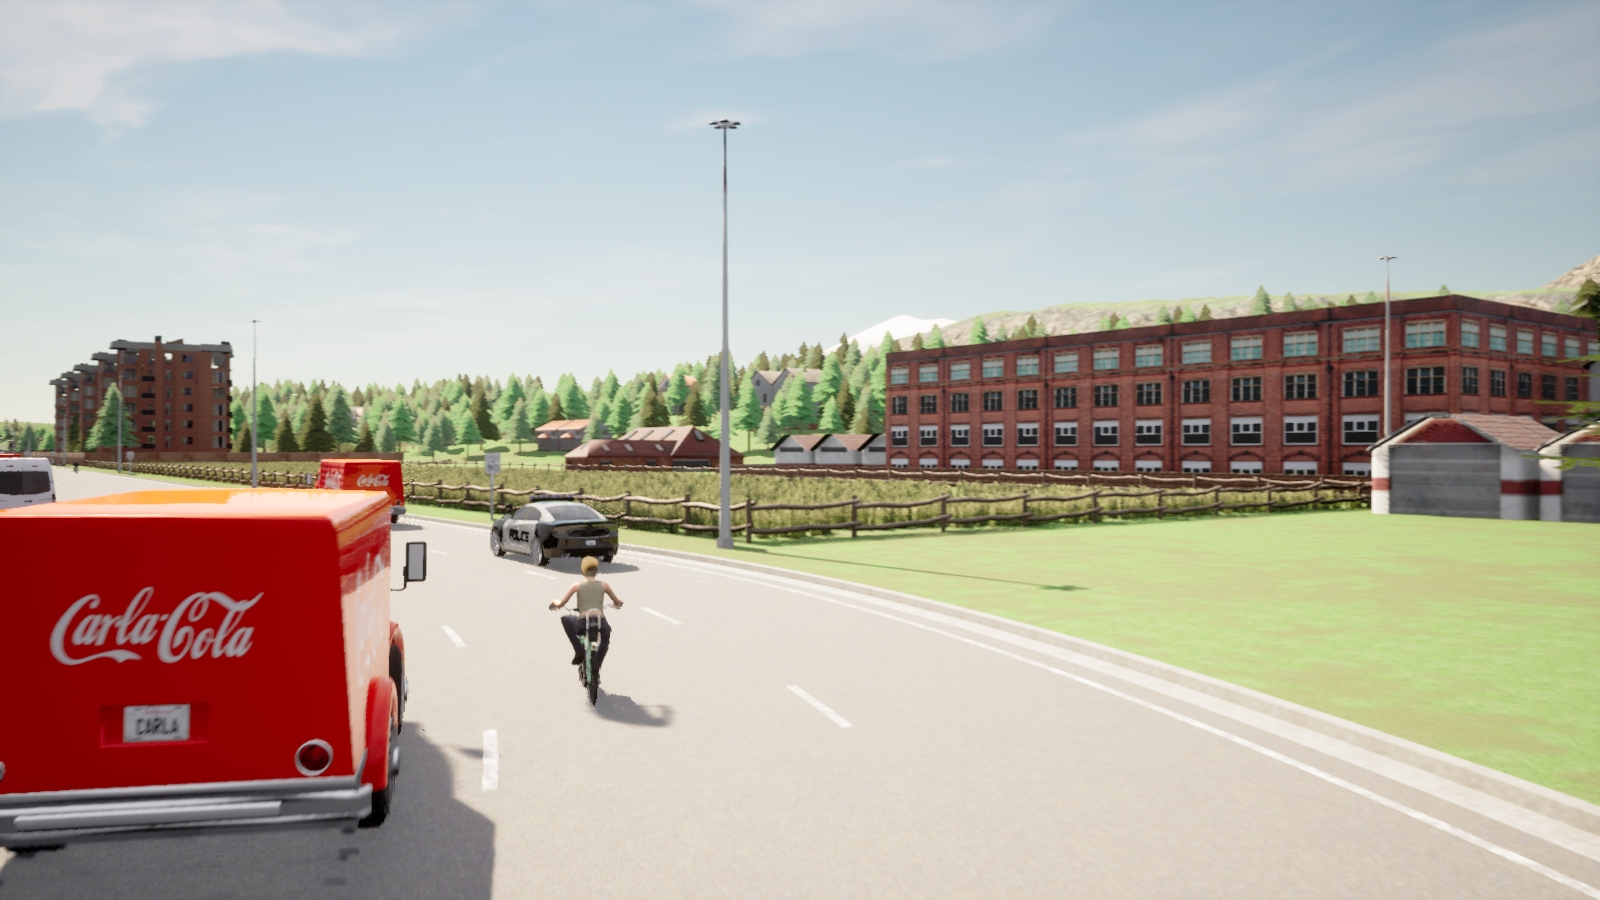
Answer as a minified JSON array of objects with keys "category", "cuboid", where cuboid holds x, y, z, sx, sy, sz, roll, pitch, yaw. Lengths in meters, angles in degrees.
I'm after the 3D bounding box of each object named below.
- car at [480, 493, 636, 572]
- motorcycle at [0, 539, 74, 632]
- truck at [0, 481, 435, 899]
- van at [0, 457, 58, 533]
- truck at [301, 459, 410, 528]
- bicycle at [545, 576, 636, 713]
[{"category":"car","cuboid":[-6.289,2.003,29.146,2.097,1.638,5.238,0,0,-34]},{"category":"motorcycle","cuboid":[-12.751,2.221,19.098,0.867,1.251,2.209,-2,1,-29]},{"category":"truck","cuboid":[-4.594,1.576,9.475,2.627,2.467,5.204,1,0,-14]},{"category":"van","cuboid":[-28.536,1.568,41.777,1.988,2.561,5.915,0,0,-36]},{"category":"truck","cuboid":[-17.311,1.604,44.342,2.627,2.467,5.204,0,0,-37]},{"category":"bicycle","cuboid":[-2.407,2.167,13.028,0.859,1.276,1.487,0,0,-17]}]
